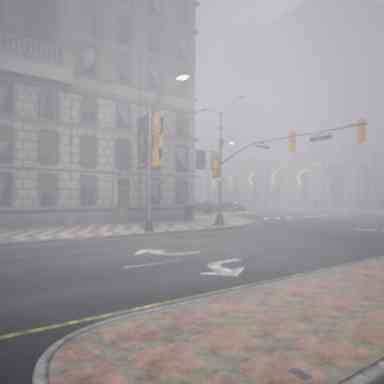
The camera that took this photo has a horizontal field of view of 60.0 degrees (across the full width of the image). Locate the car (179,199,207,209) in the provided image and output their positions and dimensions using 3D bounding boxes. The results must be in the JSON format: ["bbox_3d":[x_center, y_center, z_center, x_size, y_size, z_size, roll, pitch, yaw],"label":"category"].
[{"bbox_3d":[0.029,1.822,51.252,1.837,1.490,4.892,1,0,-35],"label":"car"}]

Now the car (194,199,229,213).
[{"bbox_3d":[2.193,1.844,42.191,1.994,1.385,4.181,1,0,-36],"label":"car"}]

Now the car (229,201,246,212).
[{"bbox_3d":[5.131,1.882,44.100,1.994,1.385,4.181,1,0,-36],"label":"car"}]
